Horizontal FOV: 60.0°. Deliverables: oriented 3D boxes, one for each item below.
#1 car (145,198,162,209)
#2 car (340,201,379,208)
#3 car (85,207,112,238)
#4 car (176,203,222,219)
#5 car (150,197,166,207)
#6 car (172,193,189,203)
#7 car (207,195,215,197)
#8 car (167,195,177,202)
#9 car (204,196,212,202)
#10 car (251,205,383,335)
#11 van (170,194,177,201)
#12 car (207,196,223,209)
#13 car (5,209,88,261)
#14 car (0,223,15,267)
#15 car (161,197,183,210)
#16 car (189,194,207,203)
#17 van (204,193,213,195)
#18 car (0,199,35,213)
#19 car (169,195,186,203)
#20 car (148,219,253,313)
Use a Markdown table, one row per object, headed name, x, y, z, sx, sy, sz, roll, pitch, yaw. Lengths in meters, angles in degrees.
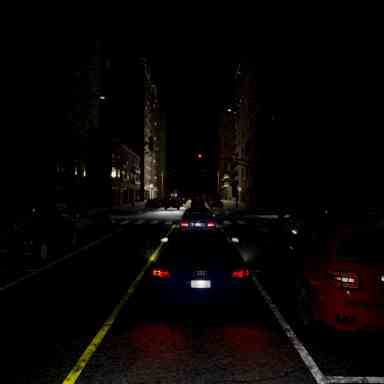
| name | x | y | z | sx | sy | sz | roll | pitch | yaw |
| --- | --- | --- | --- | --- | --- | --- | --- | --- | --- |
| car | -5.232 | 1.555 | 45.037 | 1.887 | 1.381 | 4.507 | 1 | 0 | 1 |
| car | 15.368 | 1.654 | 31.937 | 4.902 | 1.511 | 2.128 | 0 | -1 | 1 |
| car | -5.611 | 1.529 | 17.850 | 1.752 | 1.417 | 4.829 | 1 | 0 | 1 |
| car | 0.292 | 1.552 | 17.836 | 2.033 | 1.411 | 5.357 | 0 | 0 | 0 |
| car | -5.153 | 1.557 | 50.709 | 1.887 | 1.381 | 4.507 | 1 | 0 | 1 |
| car | -2.203 | 1.369 | 62.311 | 2.097 | 1.767 | 4.553 | 0 | 0 | 1 |
| car | 3.371 | 1.594 | 50.582 | 1.802 | 1.307 | 4.206 | 1 | 0 | 1 |
| car | -4.757 | 1.466 | 79.071 | 1.967 | 1.590 | 4.097 | 1 | 0 | 1 |
| car | 3.766 | 1.608 | 78.945 | 1.802 | 1.307 | 4.206 | 1 | 0 | 1 |
| car | 2.762 | 1.316 | 6.644 | 2.192 | 1.841 | 5.009 | 1 | 0 | 1 |
| van | -4.677 | 1.371 | 84.743 | 1.690 | 1.788 | 3.998 | 1 | 0 | 1 |
| car | 3.293 | 1.593 | 44.909 | 1.802 | 1.307 | 4.206 | 1 | 0 | 1 |
| car | -5.687 | 1.547 | 12.396 | 1.887 | 1.381 | 4.507 | 1 | 0 | 1 |
| car | -5.767 | 1.527 | 6.602 | 1.752 | 1.417 | 4.829 | 1 | 0 | 1 |
| car | -2.504 | 1.611 | 43.240 | 1.895 | 1.301 | 4.718 | 0 | 0 | 1 |
| car | 0.804 | 1.489 | 47.474 | 1.882 | 1.535 | 5.008 | 0 | 0 | 0 |
| van | 3.532 | 1.358 | 61.928 | 1.690 | 1.788 | 3.998 | 1 | 0 | 1 |
| car | -16.387 | 1.342 | 29.353 | 4.902 | 1.511 | 2.128 | 1 | -1 | 1 |
| car | -2.366 | 1.614 | 52.670 | 1.895 | 1.301 | 4.718 | 0 | 0 | 1 |
| car | 0.185 | 1.566 | 7.772 | 1.994 | 1.385 | 4.181 | 0 | 0 | 1 |
